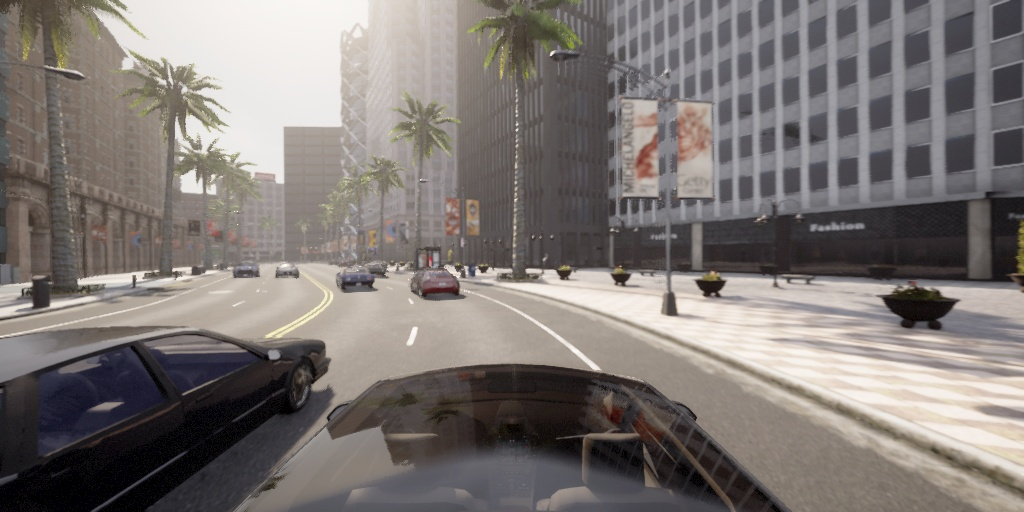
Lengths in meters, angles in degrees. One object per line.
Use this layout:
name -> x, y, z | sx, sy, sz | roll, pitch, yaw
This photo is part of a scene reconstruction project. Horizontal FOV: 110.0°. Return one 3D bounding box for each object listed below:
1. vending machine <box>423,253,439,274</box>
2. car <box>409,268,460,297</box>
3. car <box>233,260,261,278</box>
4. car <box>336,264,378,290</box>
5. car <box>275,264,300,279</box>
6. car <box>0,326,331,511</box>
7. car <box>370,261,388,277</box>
vending machine -> -9.647, 0.987, 42.754 | 1.100, 2.100, 0.880 | 0, 0, -33
car -> -4.221, 1.333, 19.228 | 1.994, 1.385, 4.181 | 0, 0, -25
car -> -27.308, 1.311, 37.005 | 2.097, 1.767, 4.553 | -1, 0, -32
car -> -10.421, 1.421, 23.642 | 1.895, 1.301, 4.718 | -1, 0, -31
car -> -22.303, 1.479, 35.661 | 1.994, 1.385, 4.181 | -1, 0, -32
car -> -3.533, 1.328, 2.943 | 2.033, 1.411, 5.357 | 0, 0, -3
car -> -14.272, 1.442, 36.431 | 1.895, 1.301, 4.718 | -1, 0, -32
